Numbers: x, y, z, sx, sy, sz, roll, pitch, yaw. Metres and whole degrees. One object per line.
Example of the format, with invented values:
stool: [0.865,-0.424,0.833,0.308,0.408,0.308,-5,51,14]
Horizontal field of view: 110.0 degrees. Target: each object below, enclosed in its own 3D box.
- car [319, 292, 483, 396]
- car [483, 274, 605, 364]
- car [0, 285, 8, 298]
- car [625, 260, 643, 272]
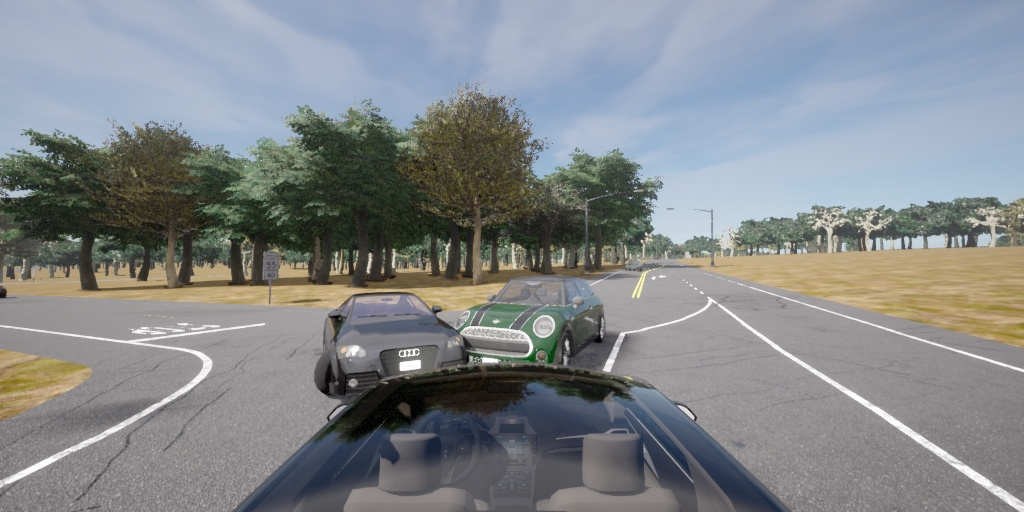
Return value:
car: [-2.355,1.377,6.659,1.994,1.385,4.181,1,-2,-29]
car: [0.617,1.218,7.864,2.097,1.767,4.553,-1,-2,26]
car: [-40.852,2.566,27.440,4.181,1.385,1.994,-2,-3,22]
car: [17.304,1.341,50.733,2.097,1.767,4.553,0,0,25]
